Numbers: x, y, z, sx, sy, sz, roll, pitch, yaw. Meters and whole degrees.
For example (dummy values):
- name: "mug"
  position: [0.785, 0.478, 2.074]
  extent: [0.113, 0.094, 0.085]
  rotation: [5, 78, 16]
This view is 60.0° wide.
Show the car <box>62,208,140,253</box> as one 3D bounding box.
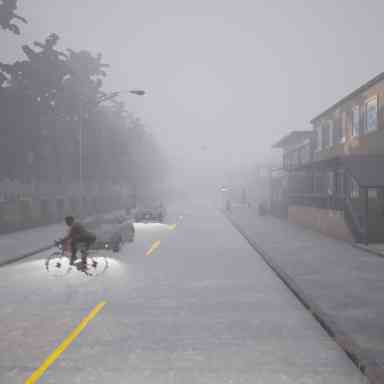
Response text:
- name: "car"
  position: [-3.647, 1.564, 13.631]
  extent: [1.994, 1.385, 4.181]
  rotation: [0, 0, 2]

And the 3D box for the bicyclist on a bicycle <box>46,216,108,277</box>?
- name: "bicyclist on a bicycle"
  position: [-3.045, 1.454, 8.753]
  extent: [1.656, 1.620, 0.582]
  rotation: [-1, 0, 2]

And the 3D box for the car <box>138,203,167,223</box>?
- name: "car"
  position: [-3.109, 1.564, 25.642]
  extent: [1.994, 1.385, 4.181]
  rotation: [0, 0, 3]
